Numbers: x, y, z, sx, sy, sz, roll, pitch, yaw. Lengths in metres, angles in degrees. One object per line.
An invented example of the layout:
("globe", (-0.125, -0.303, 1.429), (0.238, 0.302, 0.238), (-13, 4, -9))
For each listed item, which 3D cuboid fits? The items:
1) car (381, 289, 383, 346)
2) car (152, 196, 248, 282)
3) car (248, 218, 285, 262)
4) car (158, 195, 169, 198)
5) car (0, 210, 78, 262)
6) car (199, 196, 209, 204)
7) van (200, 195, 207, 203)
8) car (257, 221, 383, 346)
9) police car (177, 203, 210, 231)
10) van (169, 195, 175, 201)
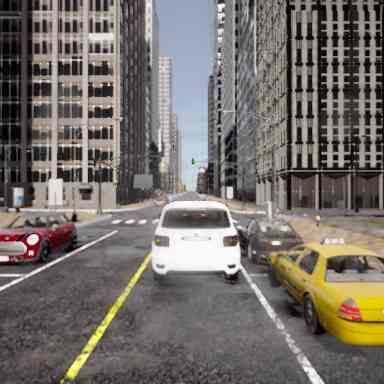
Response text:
("car", (2.692, 1.555, 0.731), (2.008, 1.369, 4.403), (0, 0, 0))
("car", (0.097, 1.276, 10.077), (2.150, 2.045, 5.566), (0, 0, 0))
("car", (2.689, 1.612, 12.069), (2.008, 1.369, 4.403), (0, 0, 0))
("car", (-5.800, 1.703, 61.328), (1.967, 1.590, 4.097), (0, 0, 0))
("car", (-5.692, 1.502, 12.066), (1.967, 1.590, 4.097), (0, 0, 0))
("car", (2.672, 1.736, 72.698), (1.967, 1.590, 4.097), (0, 0, 0))
("van", (2.671, 1.653, 78.383), (1.690, 1.788, 3.998), (0, 0, 0))
("car", (2.690, 1.560, 6.572), (1.752, 1.417, 4.829), (0, 0, 0))
("police car", (0.096, 1.616, 22.660), (2.038, 1.542, 4.974), (0, 0, 0))
("van", (-5.714, 1.695, 95.441), (1.690, 1.788, 3.998), (0, 0, 0))
